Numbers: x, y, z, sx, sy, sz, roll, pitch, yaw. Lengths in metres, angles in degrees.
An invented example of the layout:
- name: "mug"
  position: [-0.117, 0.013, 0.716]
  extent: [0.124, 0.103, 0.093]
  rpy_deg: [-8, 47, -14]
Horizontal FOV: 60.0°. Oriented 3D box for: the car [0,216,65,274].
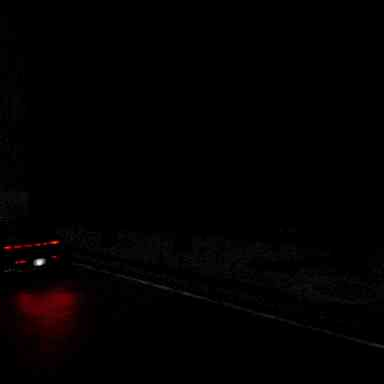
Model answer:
- name: "car"
  position: [-5.577, 1.465, 9.763]
  extent: [4.892, 1.490, 1.837]
  rpy_deg: [0, 0, 41]
